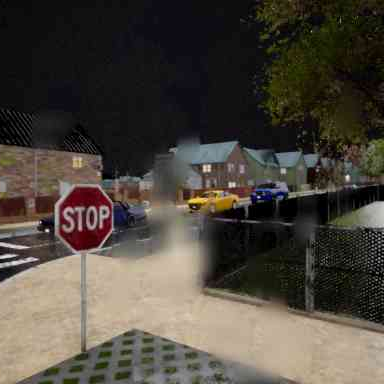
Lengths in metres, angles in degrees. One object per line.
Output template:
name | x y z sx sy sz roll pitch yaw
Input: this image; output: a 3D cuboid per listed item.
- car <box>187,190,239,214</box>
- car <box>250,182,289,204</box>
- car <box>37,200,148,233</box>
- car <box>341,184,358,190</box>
car | 1.615 0.666 24.408 1.882 1.535 5.008 -1 2 36
car | 7.751 0.040 32.914 2.150 2.045 5.566 -1 2 36
car | -4.481 1.113 15.916 2.033 1.411 5.357 -1 2 35
car | 24.098 -0.469 50.559 1.994 1.385 4.181 -1 2 36
